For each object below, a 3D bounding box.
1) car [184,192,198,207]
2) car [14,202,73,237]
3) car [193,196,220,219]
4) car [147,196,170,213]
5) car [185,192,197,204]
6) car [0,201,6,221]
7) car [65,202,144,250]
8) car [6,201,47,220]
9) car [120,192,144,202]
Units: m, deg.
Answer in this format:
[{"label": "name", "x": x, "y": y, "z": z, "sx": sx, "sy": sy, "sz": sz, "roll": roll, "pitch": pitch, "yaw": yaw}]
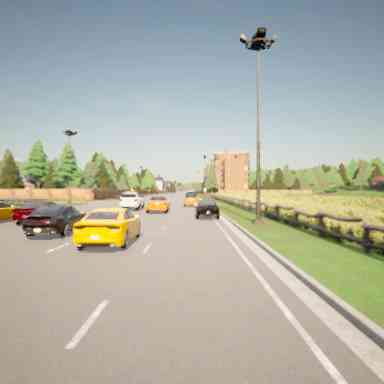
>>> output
[{"label": "car", "x": -0.078, "y": 1.137, "z": 47.633, "sx": 2.097, "sy": 1.767, "sz": 4.553, "roll": 0, "pitch": 0, "yaw": 0}, {"label": "car", "x": -6.899, "y": 1.428, "z": 17.284, "sx": 1.837, "sy": 1.490, "sz": 4.892, "roll": 0, "pitch": 1, "yaw": 0}, {"label": "car", "x": 1.225, "y": 1.353, "z": 27.514, "sx": 1.882, "sy": 1.535, "sz": 5.008, "roll": 0, "pitch": 0, "yaw": 0}, {"label": "car", "x": -3.436, "y": 1.194, "z": 34.884, "sx": 2.097, "sy": 1.767, "sz": 4.553, "roll": 0, "pitch": 0, "yaw": 0}, {"label": "car", "x": -0.161, "y": 0.952, "z": 59.708, "sx": 2.150, "sy": 2.045, "sz": 5.566, "roll": 0, "pitch": 0, "yaw": 0}, {"label": "car", "x": -13.902, "y": 1.372, "z": 23.451, "sx": 1.882, "sy": 1.535, "sz": 5.008, "roll": 0, "pitch": 0, "yaw": 0}, {"label": "car", "x": -3.400, "y": 1.414, "z": 14.106, "sx": 1.882, "sy": 1.535, "sz": 5.008, "roll": 0, "pitch": 0, "yaw": 0}, {"label": "car", "x": -10.402, "y": 1.373, "z": 23.117, "sx": 1.882, "sy": 1.535, "sz": 5.008, "roll": 0, "pitch": 0, "yaw": 0}, {"label": "car", "x": -6.950, "y": 1.048, "z": 38.745, "sx": 2.150, "sy": 2.045, "sz": 5.566, "roll": 0, "pitch": 0, "yaw": 0}]
